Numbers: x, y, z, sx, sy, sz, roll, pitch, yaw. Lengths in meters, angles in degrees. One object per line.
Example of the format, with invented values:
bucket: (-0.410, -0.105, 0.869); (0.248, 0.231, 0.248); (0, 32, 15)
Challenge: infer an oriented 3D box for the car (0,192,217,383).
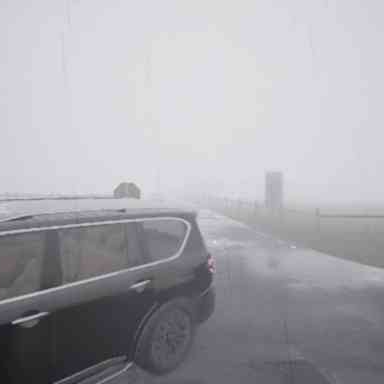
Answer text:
car: (-2.010, 1.142, 3.472); (2.150, 2.045, 5.566); (6, 4, 42)
